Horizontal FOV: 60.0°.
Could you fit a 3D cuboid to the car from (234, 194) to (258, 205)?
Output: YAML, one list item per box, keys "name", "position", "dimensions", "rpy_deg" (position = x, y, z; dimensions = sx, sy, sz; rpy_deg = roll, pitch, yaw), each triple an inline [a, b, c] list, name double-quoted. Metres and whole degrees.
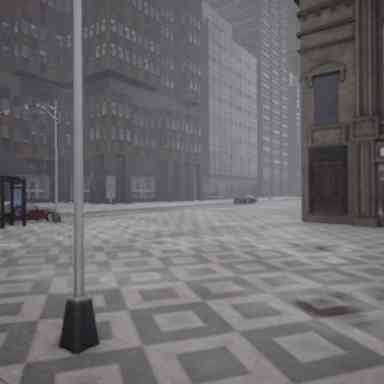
- name: "car"
  position: [7.834, 1.073, 48.074]
  dimensions: [1.882, 1.535, 5.008]
  rpy_deg: [-1, 0, 36]

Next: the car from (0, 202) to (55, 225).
- name: "car"
  position: [-11.086, 1.322, 21.611]
  dimensions: [1.812, 1.442, 4.674]
  rpy_deg: [-1, 0, 35]
